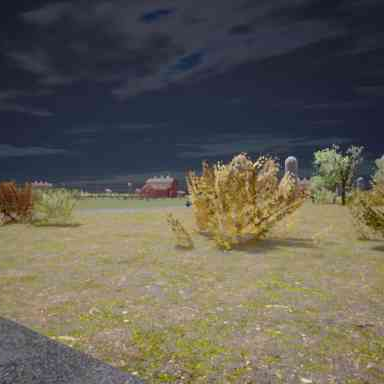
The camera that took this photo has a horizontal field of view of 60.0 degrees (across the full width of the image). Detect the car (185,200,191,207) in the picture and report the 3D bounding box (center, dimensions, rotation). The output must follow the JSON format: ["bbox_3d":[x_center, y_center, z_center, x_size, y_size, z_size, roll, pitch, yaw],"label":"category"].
[{"bbox_3d":[0.701,2.067,62.467,1.837,1.490,4.892,-1,-1,36],"label":"car"}]
